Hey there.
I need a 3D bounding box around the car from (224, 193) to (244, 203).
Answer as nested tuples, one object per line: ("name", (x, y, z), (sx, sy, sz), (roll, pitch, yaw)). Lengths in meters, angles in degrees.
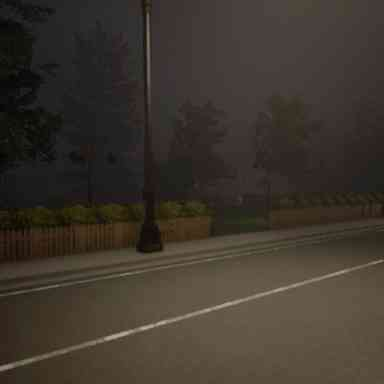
("car", (7.937, 1.058, 60.342), (2.097, 1.767, 4.553), (-1, 0, -36))
